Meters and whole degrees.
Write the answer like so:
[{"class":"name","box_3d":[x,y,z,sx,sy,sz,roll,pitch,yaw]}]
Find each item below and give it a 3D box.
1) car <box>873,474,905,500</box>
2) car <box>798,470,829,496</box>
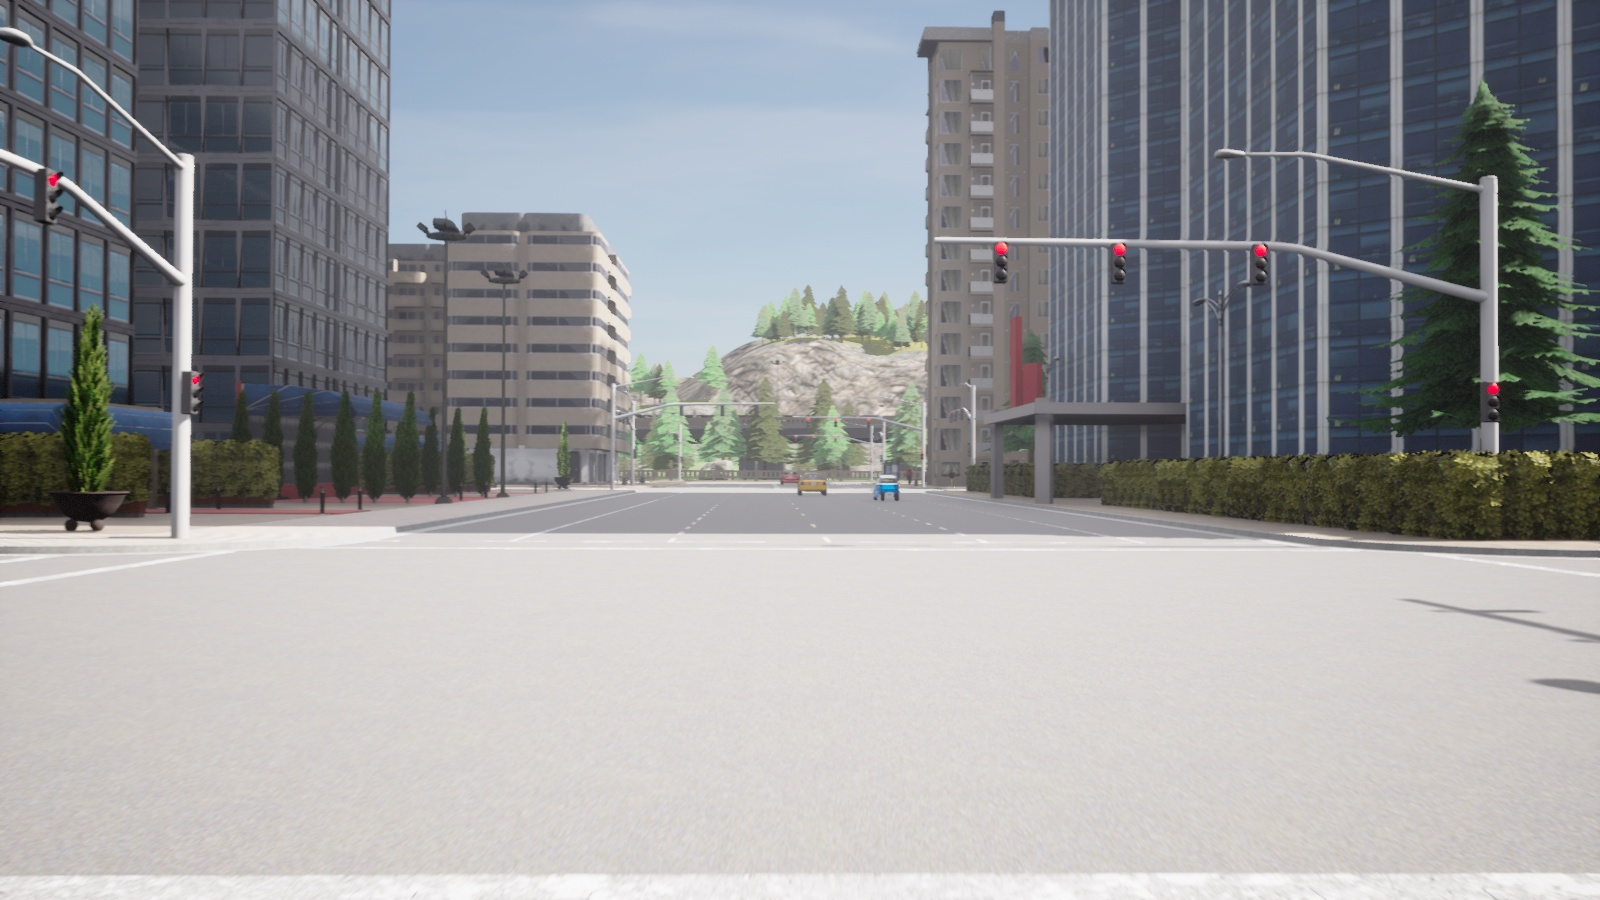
[{"class":"car","box_3d":[4.747,1.978,67.283,1.481,1.376,2.207,0,-1,-2]},{"class":"car","box_3d":[0.844,2.102,80.708,1.801,1.575,5.366,0,-1,-2]}]
